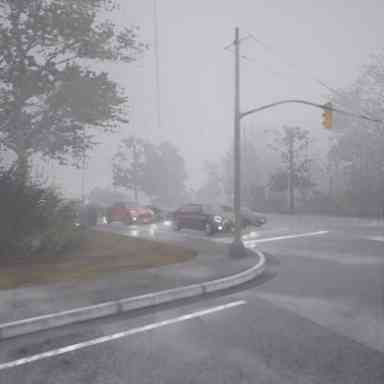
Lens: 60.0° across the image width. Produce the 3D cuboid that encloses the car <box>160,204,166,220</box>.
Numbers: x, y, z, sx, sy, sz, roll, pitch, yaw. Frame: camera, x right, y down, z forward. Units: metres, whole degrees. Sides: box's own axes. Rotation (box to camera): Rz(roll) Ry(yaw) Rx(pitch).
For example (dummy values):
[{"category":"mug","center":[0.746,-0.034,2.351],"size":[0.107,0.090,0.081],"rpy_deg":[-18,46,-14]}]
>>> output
[{"category":"car","center":[-2.987,1.742,29.054],"size":[1.994,1.385,4.181],"rpy_deg":[0,-1,-42]}]

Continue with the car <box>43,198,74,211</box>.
[{"category":"car","center":[-22.562,2.064,55.995],"size":[5.566,2.045,2.150],"rpy_deg":[-1,-1,35]}]

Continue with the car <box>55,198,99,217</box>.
[{"category":"car","center":[-11.607,1.723,33.070],"size":[4.553,1.767,2.097],"rpy_deg":[-2,-1,45]}]

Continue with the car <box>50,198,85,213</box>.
[{"category":"car","center":[-18.138,1.902,48.390],"size":[5.566,2.045,2.150],"rpy_deg":[-2,-1,38]}]

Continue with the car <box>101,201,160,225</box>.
[{"category":"car","center":[-4.857,1.519,25.886],"size":[2.097,1.767,4.553],"rpy_deg":[0,-1,-42]}]

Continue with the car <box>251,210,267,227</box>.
[{"category":"car","center":[2.715,1.553,22.218],"size":[1.837,1.490,4.892],"rpy_deg":[0,-1,-42]}]

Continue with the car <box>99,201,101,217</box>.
[{"category":"car","center":[-10.014,1.893,36.437],"size":[4.892,1.490,1.837],"rpy_deg":[-2,-1,44]}]

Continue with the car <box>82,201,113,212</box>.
[{"category":"car","center":[-14.163,2.100,49.667],"size":[5.008,1.535,1.882],"rpy_deg":[-2,-1,39]}]

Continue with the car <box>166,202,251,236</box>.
[{"category":"car","center":[0.812,1.395,18.975],"size":[2.097,1.767,4.553],"rpy_deg":[0,0,-38]}]
